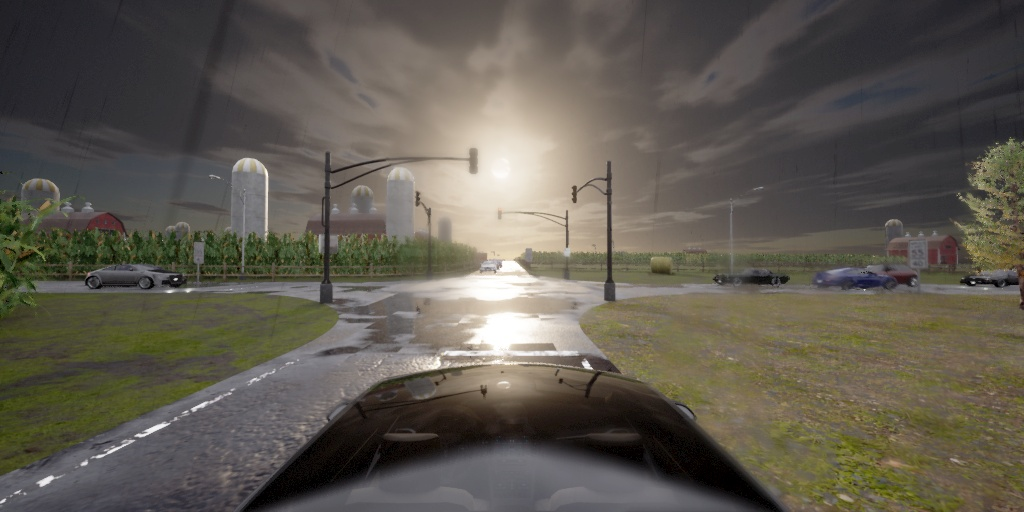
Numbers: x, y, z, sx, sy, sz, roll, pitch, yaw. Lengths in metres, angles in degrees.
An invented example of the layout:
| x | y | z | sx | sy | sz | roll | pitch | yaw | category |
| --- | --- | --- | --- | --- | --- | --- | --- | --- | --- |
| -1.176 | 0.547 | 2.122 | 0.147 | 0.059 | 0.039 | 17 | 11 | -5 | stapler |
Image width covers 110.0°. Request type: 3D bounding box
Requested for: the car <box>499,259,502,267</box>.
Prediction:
| x | y | z | sx | sy | sz | roll | pitch | yaw | category |
| --- | --- | --- | --- | --- | --- | --- | --- | --- | --- |
| -2.865 | 1.330 | 54.145 | 1.812 | 1.442 | 4.674 | 0 | 0 | 0 | car |

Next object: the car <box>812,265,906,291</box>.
| x | y | z | sx | sy | sz | roll | pitch | yaw | category |
| --- | --- | --- | --- | --- | --- | --- | --- | --- | --- |
| 21.803 | 1.452 | 22.907 | 4.674 | 1.442 | 1.812 | 0 | -1 | -4 | car |

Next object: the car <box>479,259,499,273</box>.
| x | y | z | sx | sy | sz | roll | pitch | yaw | category |
| --- | --- | --- | --- | --- | --- | --- | --- | --- | --- |
| -2.807 | 1.314 | 43.480 | 1.812 | 1.442 | 4.674 | 0 | 0 | -1 | car |

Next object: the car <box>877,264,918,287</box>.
| x | y | z | sx | sy | sz | roll | pitch | yaw | category |
| --- | --- | --- | --- | --- | --- | --- | --- | --- | --- |
| 27.666 | 1.413 | 27.031 | 4.553 | 1.767 | 2.097 | 1 | -1 | -4 | car |

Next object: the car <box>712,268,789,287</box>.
| x | y | z | sx | sy | sz | roll | pitch | yaw | category |
| --- | --- | --- | --- | --- | --- | --- | --- | --- | --- |
| 17.394 | 1.567 | 26.294 | 4.718 | 1.301 | 1.895 | 1 | -1 | -4 | car |

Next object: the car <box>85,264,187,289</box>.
| x | y | z | sx | sy | sz | roll | pitch | yaw | category |
| --- | --- | --- | --- | --- | --- | --- | --- | --- | --- |
| -20.968 | 1.118 | 20.125 | 4.181 | 1.385 | 1.994 | 0 | -1 | -3 | car |

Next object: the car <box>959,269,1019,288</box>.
| x | y | z | sx | sy | sz | roll | pitch | yaw | category |
| --- | --- | --- | --- | --- | --- | --- | --- | --- | --- |
| 38.167 | 1.710 | 27.816 | 5.357 | 1.411 | 2.033 | 1 | -1 | -4 | car |
